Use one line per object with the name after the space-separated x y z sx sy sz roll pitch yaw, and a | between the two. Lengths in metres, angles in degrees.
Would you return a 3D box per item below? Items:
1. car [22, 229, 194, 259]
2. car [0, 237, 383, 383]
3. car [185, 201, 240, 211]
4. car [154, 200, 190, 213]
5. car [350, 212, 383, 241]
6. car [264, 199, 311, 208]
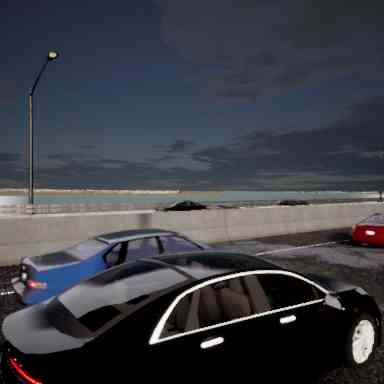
-0.931 1.547 7.381 5.357 1.411 2.033 0 0 -35 | car
0.427 1.504 4.048 4.892 1.490 1.837 0 0 -36 | car
2.138 1.600 26.983 4.718 1.301 1.895 0 0 -35 | car
-0.907 1.477 29.113 5.008 1.535 1.882 0 0 -35 | car
8.588 1.562 14.149 4.181 1.385 1.994 0 0 -36 | car
7.586 1.350 26.542 4.553 1.767 2.097 0 0 -35 | car
